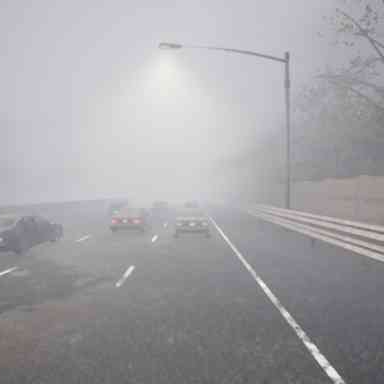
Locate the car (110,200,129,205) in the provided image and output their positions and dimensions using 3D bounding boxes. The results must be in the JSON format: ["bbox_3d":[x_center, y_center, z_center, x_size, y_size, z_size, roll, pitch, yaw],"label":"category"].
[{"bbox_3d":[-7.078,1.593,33.281,1.837,1.490,4.892,0,0,0],"label":"car"}]

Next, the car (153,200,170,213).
[{"bbox_3d":[-3.598,1.641,37.660,2.033,1.411,5.357,0,0,0],"label":"car"}]

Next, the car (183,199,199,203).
[{"bbox_3d":[-0.116,1.619,40.206,1.812,1.442,4.674,0,0,0],"label":"car"}]

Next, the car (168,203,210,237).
[{"bbox_3d":[0.001,1.579,18.131,2.033,1.411,5.357,0,0,0],"label":"car"}]

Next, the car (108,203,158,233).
[{"bbox_3d":[-3.501,1.591,19.866,2.033,1.411,5.357,0,0,0],"label":"car"}]

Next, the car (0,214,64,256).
[{"bbox_3d":[-6.963,1.587,13.342,2.033,1.411,5.357,0,0,0],"label":"car"}]
